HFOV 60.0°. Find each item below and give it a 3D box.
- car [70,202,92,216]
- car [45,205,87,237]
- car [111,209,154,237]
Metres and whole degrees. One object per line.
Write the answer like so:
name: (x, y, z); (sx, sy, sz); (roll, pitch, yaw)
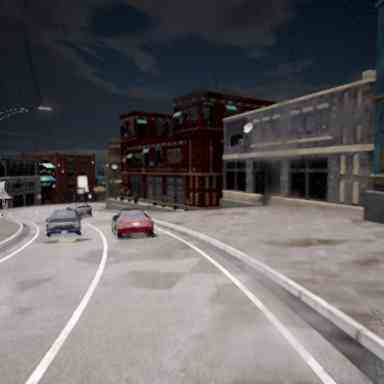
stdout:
car: (-12.261, 1.872, 35.780); (2.128, 1.511, 4.902); (-3, 1, -34)
car: (-7.755, 1.791, 20.183); (2.033, 1.411, 5.357); (-2, 0, -21)
car: (-3.424, 1.629, 18.702); (1.994, 1.385, 4.181); (-2, -1, -17)
